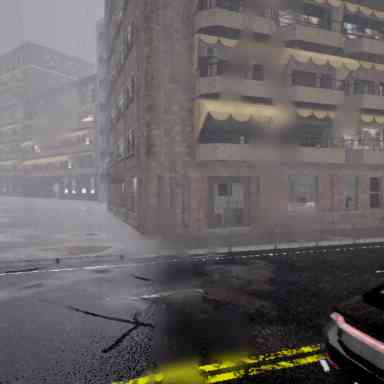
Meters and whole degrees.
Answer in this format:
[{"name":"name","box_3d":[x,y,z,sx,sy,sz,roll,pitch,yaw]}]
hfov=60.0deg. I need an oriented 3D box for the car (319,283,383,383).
[{"name":"car","box_3d":[3.751,1.491,3.554,4.902,1.511,2.128,0,0,-20]}]
